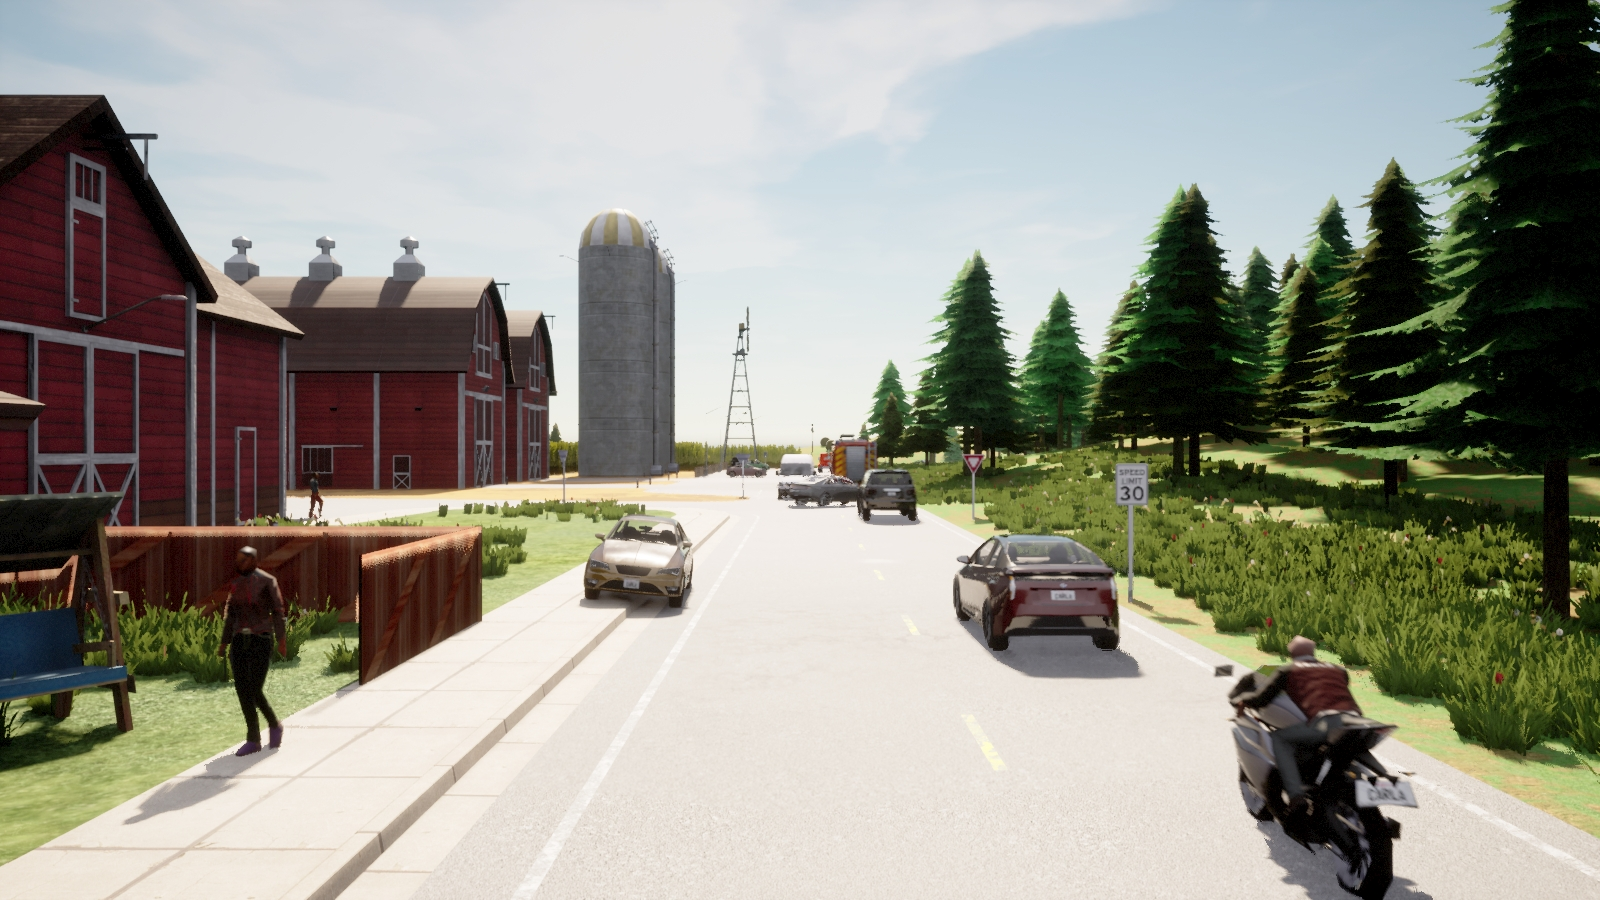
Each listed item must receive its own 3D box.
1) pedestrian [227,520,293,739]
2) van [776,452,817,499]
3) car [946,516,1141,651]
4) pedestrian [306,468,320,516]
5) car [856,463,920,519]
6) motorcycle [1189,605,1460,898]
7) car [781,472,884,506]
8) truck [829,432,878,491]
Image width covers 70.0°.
[{"bbox_3d":[-4.737,1.555,10.035,0.375,1.860,0.375,0,0,12],"label":"pedestrian"},{"bbox_3d":[-0.161,1.394,66.052,1.988,2.561,5.915,0,0,3],"label":"van"},{"bbox_3d":[3.520,1.900,17.401,2.007,1.525,4.514,0,0,0],"label":"car"},{"bbox_3d":[-18.877,1.616,44.275,0.375,1.860,0.375,0,0,0],"label":"pedestrian"},{"bbox_3d":[3.550,1.633,47.119,2.150,2.045,5.566,0,1,0],"label":"car"},{"bbox_3d":[3.523,1.961,7.960,0.867,1.460,2.209,0,0,0],"label":"motorcycle"},{"bbox_3d":[1.639,1.892,56.421,4.902,1.511,2.128,1,0,-41],"label":"car"},{"bbox_3d":[3.561,0.751,77.904,2.891,3.827,8.468,0,0,0],"label":"truck"}]
